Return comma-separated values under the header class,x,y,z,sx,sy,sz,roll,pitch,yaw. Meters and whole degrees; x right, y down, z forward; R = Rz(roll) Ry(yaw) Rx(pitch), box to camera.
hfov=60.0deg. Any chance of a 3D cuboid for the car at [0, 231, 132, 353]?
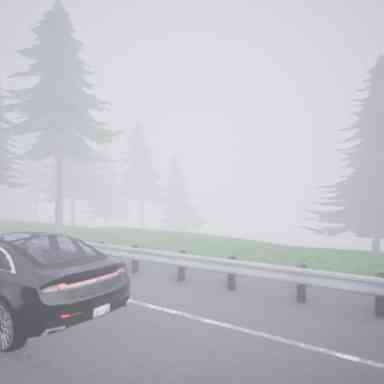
class,x,y,z,sx,sy,sz,roll,pitch,yaw
car,-3.306,1.495,6.161,4.902,1.511,2.128,0,0,34
